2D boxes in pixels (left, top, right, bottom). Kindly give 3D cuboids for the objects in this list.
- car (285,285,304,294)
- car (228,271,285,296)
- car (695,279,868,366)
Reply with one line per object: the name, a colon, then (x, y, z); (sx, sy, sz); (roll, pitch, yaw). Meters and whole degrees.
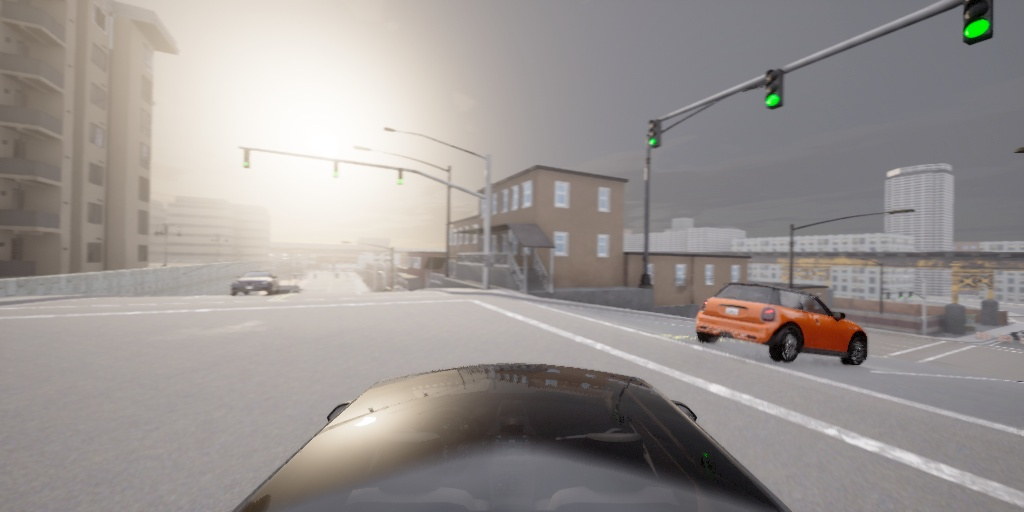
car: (-21.491, 3.788, 34.639); (2.150, 2.045, 5.566); (1, -13, -26)
car: (-15.021, 1.588, 21.261); (1.812, 1.442, 4.674); (1, -5, -26)
car: (7.145, 1.680, 9.445); (4.553, 1.767, 2.097); (10, -4, -25)
